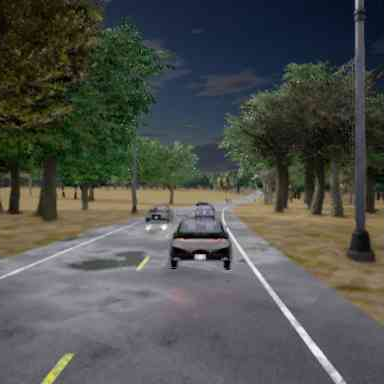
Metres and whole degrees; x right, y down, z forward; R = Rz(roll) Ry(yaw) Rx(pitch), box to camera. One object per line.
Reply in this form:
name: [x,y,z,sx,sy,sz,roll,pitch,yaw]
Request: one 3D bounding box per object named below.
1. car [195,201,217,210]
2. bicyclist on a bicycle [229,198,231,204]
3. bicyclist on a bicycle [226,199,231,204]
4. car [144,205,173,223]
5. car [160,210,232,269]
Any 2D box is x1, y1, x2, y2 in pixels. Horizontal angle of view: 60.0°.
car: [1.242,1.830,30.538,2.033,1.411,5.357,0,-1,4]
bicyclist on a bicycle: [10.165,2.511,89.026,0.582,1.620,1.656,0,-1,12]
bicyclist on a bicycle: [8.446,2.312,80.242,0.659,1.776,1.843,0,0,11]
car: [-2.640,1.808,27.640,1.994,1.385,4.181,0,-1,4]
car: [0.304,1.586,11.520,2.128,1.511,4.902,0,-1,2]
